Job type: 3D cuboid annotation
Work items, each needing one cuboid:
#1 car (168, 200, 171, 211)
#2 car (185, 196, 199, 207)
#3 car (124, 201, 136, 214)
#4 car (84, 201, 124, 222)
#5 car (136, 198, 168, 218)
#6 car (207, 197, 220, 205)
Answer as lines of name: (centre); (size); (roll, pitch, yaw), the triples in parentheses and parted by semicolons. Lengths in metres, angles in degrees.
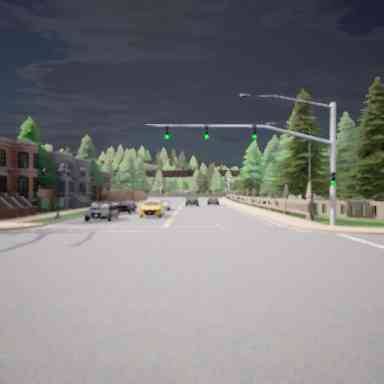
car: (-3.549, 1.519, 40.693); (1.812, 1.442, 4.674); (0, 0, 1)
car: (0.015, 1.344, 51.916); (2.097, 1.767, 4.553); (0, 0, 0)
car: (-7.076, 1.595, 35.308); (1.895, 1.301, 4.718); (0, 0, 0)
car: (-7.090, 1.560, 26.556); (1.994, 1.385, 4.181); (0, 0, 0)
car: (-3.585, 1.473, 30.527); (1.882, 1.535, 5.008); (0, 0, 0)
car: (3.617, 1.555, 56.892); (1.994, 1.385, 4.181); (0, 0, 0)
